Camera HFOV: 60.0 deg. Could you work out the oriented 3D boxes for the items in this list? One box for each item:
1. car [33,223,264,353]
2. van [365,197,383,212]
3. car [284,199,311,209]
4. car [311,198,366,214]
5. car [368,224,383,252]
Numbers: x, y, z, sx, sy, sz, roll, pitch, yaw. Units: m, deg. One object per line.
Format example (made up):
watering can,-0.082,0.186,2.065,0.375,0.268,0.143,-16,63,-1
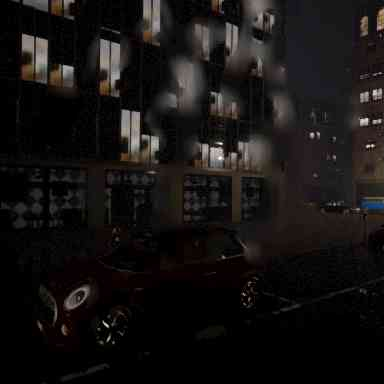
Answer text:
car,-0.636,1.441,6.091,4.097,1.590,1.967,0,1,-35
van,22.168,1.525,39.619,1.690,1.788,3.998,0,-1,-35
car,15.739,1.787,48.873,1.752,1.417,4.829,0,-1,-35
car,15.282,1.620,34.841,2.008,1.369,4.403,0,-1,-35
car,8.440,1.567,12.566,4.313,1.339,1.947,0,1,-35
